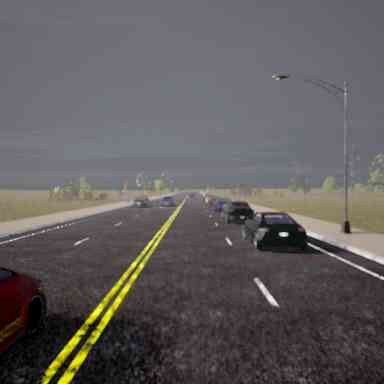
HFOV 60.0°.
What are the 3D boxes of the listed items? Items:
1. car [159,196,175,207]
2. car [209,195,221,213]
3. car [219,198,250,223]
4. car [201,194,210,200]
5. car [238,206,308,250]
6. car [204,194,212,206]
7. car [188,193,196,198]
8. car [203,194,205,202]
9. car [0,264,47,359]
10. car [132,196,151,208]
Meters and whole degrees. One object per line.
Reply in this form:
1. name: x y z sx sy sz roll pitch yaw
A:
1. car: -3.337 1.302 46.316 1.812 1.442 4.674 0 0 0
2. car: 3.247 1.334 35.098 2.163 1.488 4.792 0 0 0
3. car: 3.248 1.388 24.069 1.837 1.490 4.892 0 0 0
4. car: 3.243 1.202 79.098 1.895 1.301 4.718 0 0 0
5. car: 3.345 1.496 14.044 1.994 1.385 4.181 0 0 1
6. car: 3.246 1.280 46.098 2.163 1.488 4.792 0 0 0
7. car: -0.007 0.900 88.726 2.033 1.411 5.357 0 0 0
8. car: 3.245 1.177 57.258 1.801 1.575 5.366 0 0 0
9. car: -3.351 1.546 3.741 1.994 1.385 4.181 0 0 0
10. car: -6.589 1.279 43.819 2.128 1.511 4.902 0 0 0
